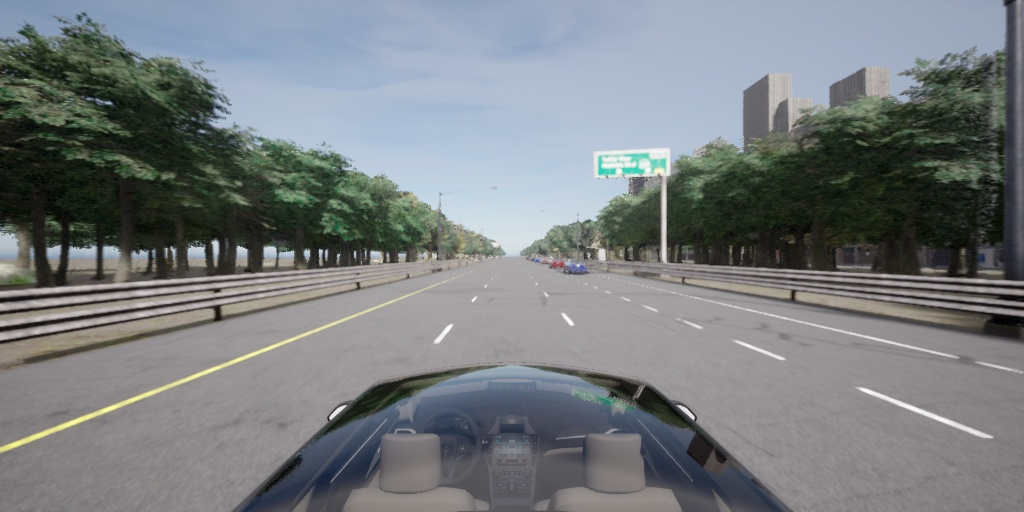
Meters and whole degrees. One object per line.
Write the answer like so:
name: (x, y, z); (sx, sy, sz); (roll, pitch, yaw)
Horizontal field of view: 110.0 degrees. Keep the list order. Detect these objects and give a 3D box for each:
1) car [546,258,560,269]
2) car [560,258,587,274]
car: (7.083, 1.087, 57.300); (2.097, 1.767, 4.553); (0, 0, 0)
car: (7.053, 1.093, 40.385); (2.097, 1.767, 4.553); (0, 0, 0)
